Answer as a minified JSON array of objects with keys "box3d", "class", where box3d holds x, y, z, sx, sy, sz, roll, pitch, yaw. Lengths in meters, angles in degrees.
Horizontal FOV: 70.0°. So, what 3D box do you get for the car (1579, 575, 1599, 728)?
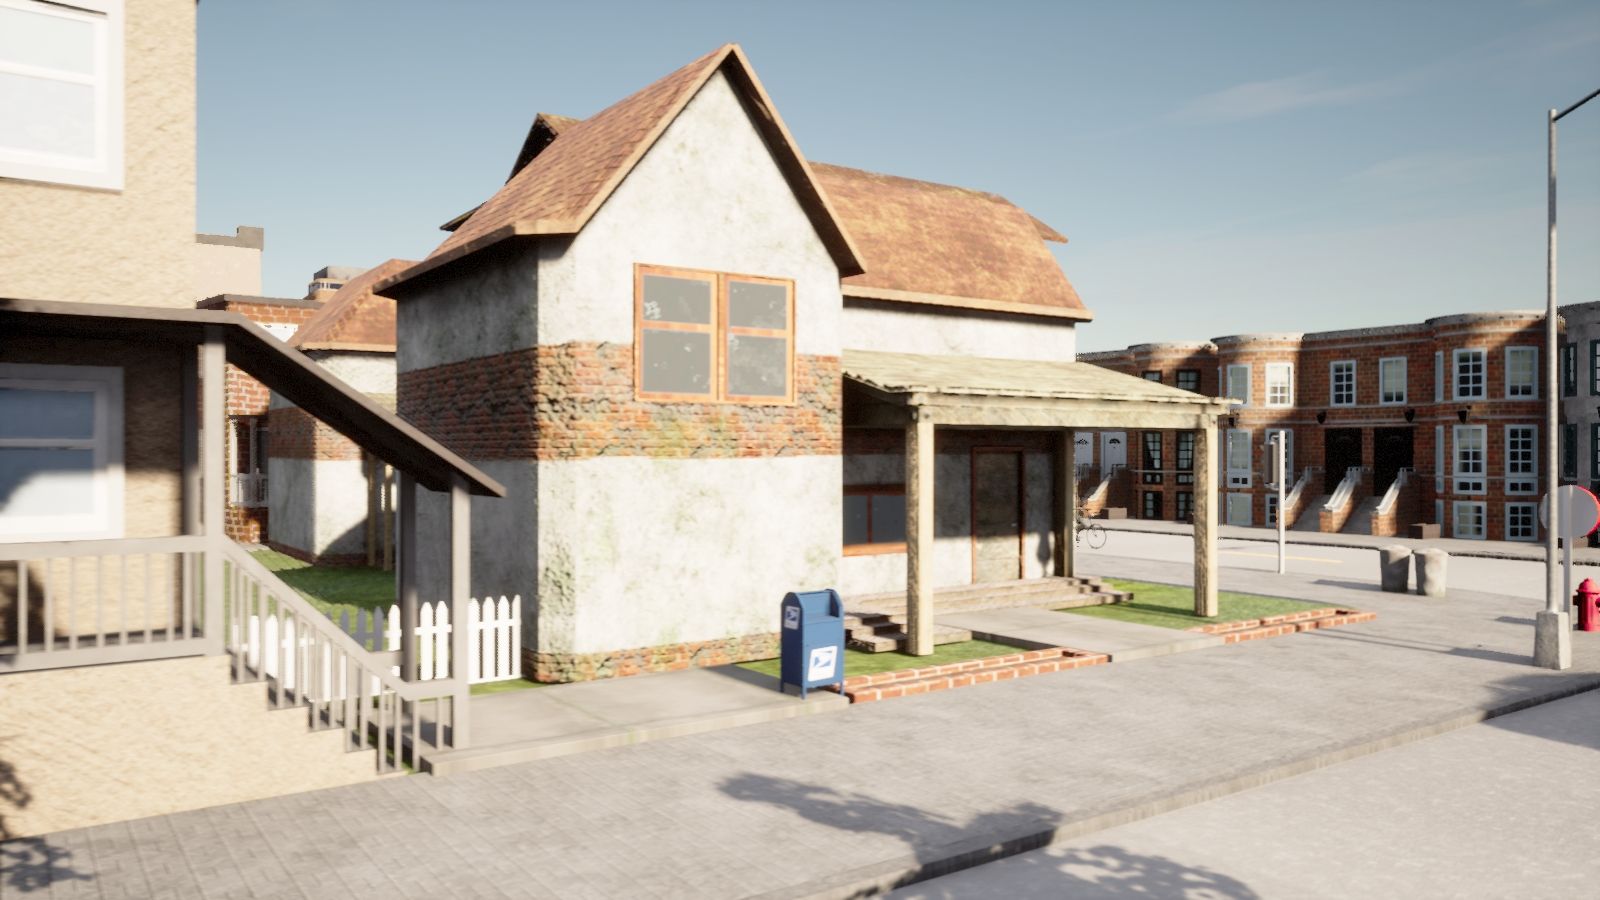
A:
[{"box3d":[9.635,1.896,11.128,4.181,1.385,1.994,0,0,-34],"class":"car"}]
